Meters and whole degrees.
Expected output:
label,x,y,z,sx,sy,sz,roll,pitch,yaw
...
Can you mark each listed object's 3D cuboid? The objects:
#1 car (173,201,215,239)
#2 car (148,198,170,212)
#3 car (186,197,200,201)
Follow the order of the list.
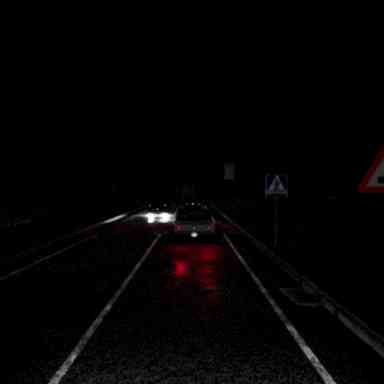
label,x,y,z,sx,sy,sz,roll,pitch,yaw
car,0.099,1.454,16.887,1.895,1.301,4.718,0,4,0
car,-3.299,1.334,34.219,1.895,1.301,4.718,0,1,0
car,0.105,1.256,36.427,2.033,1.411,5.357,0,1,0
